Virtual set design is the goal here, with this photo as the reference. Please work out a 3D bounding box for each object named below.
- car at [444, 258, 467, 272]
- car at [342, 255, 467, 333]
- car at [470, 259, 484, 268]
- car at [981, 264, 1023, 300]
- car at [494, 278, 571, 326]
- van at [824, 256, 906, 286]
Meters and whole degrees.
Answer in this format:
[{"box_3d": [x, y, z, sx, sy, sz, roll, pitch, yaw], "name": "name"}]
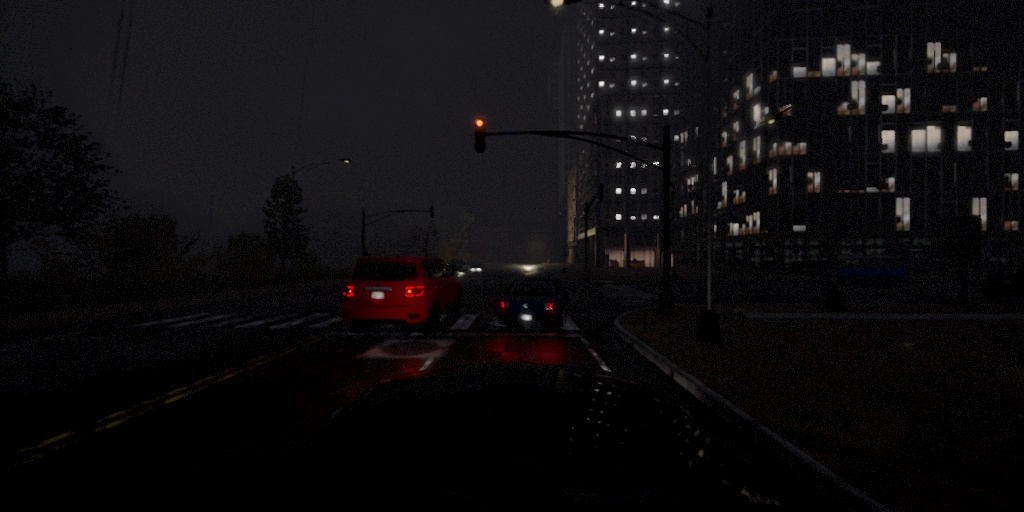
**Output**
[{"box_3d": [-7.472, 1.196, 48.208, 2.097, 1.767, 4.553, 0, 0, 4], "name": "car"}, {"box_3d": [-3.001, 0.992, 10.974, 2.150, 2.045, 5.566, 0, 0, 2], "name": "car"}, {"box_3d": [-6.296, 1.381, 65.109, 2.128, 1.511, 4.902, 0, 0, 4], "name": "car"}, {"box_3d": [21.561, 1.028, 14.073, 4.097, 1.591, 1.967, 0, 0, 4], "name": "car"}, {"box_3d": [0.888, 1.373, 11.820, 1.895, 1.301, 4.718, 0, 0, 13], "name": "car"}, {"box_3d": [22.222, 0.913, 22.671, 3.998, 1.789, 1.690, 0, 0, 4], "name": "van"}]
